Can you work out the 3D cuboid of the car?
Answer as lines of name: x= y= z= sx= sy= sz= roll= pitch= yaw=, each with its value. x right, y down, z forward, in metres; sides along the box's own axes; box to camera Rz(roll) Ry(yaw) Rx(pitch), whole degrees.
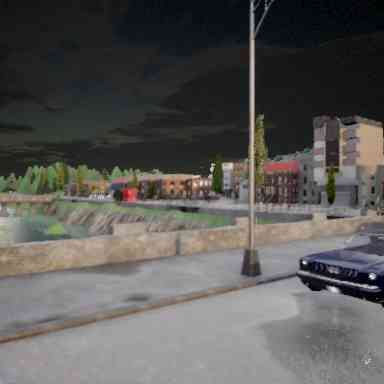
car: x=4.609 y=1.640 z=7.899 sx=4.718 sy=1.301 sz=1.895 roll=0 pitch=0 yaw=-36
